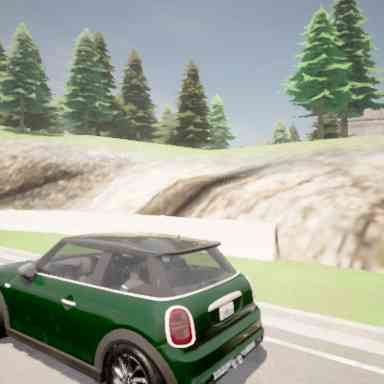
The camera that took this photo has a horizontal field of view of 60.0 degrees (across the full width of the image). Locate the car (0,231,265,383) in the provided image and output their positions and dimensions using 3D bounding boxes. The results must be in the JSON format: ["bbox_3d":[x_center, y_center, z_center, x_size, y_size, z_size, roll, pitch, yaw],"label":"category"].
[{"bbox_3d":[-1.320,1.384,5.070,4.553,1.767,2.097,0,0,36],"label":"car"}]
